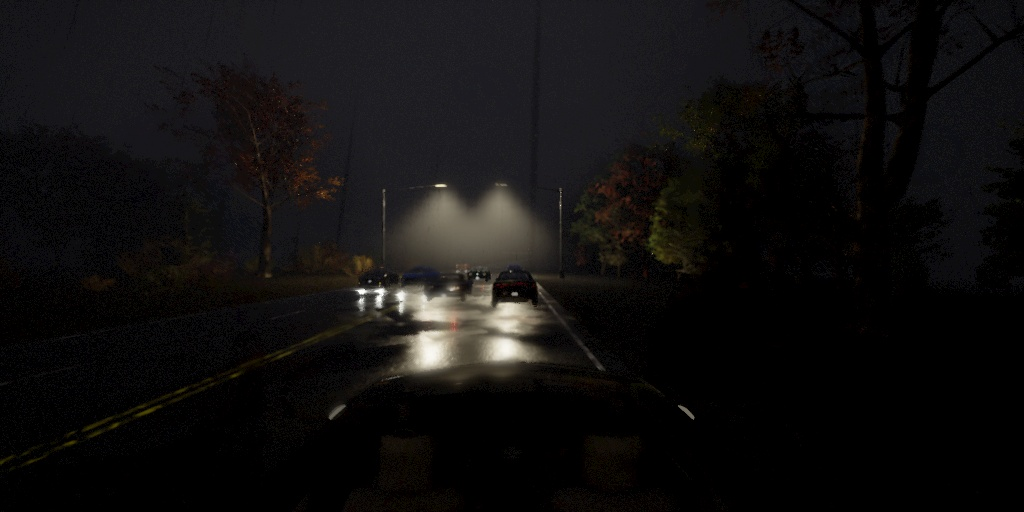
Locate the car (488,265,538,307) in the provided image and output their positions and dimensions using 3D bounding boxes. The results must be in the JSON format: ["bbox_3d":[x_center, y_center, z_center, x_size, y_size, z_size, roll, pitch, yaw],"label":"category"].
[{"bbox_3d":[0.111,1.375,16.522,1.882,1.535,5.008,-1,-1,0],"label":"car"}]

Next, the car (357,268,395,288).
[{"bbox_3d":[-9.795,1.582,26.682,1.994,1.385,4.181,0,-1,0],"label":"car"}]

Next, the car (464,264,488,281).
[{"bbox_3d":[-3.058,1.694,34.248,1.895,1.301,4.718,0,-1,0],"label":"car"}]

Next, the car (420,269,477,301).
[{"bbox_3d":[-3.128,1.536,18.690,1.895,1.301,4.718,0,-1,0],"label":"car"}]

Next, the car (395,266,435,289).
[{"bbox_3d":[-6.549,1.489,26.054,1.882,1.535,5.008,0,-1,0],"label":"car"}]
